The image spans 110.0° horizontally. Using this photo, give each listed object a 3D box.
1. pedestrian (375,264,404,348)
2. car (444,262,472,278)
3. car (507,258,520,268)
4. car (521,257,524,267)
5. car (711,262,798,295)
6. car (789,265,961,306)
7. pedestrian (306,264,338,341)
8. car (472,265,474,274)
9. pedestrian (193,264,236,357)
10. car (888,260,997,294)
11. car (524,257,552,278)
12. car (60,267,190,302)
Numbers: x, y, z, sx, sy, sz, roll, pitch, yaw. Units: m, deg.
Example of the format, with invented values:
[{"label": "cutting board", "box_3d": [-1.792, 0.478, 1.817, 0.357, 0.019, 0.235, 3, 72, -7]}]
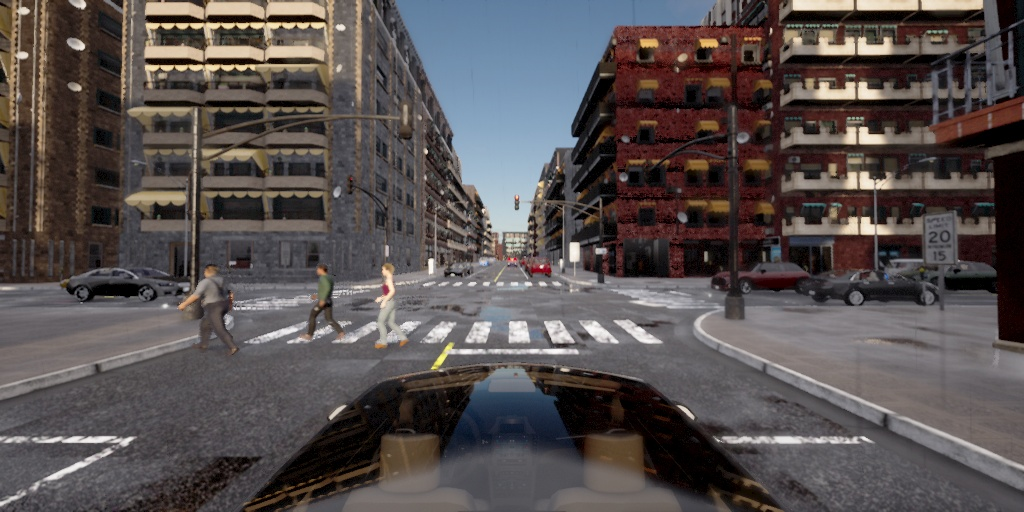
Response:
[{"label": "pedestrian", "box_3d": [-2.651, 1.045, 7.743, 0.375, 1.860, 0.375, 1, -1, 0]}, {"label": "car", "box_3d": [-5.289, 1.315, 34.074, 1.948, 1.339, 4.313, 0, 0, 0]}, {"label": "car", "box_3d": [0.050, 1.399, 63.729, 1.895, 1.301, 4.718, 0, 0, 0]}, {"label": "car", "box_3d": [2.601, 1.068, 45.236, 2.192, 1.841, 5.009, 0, 0, 0]}, {"label": "car", "box_3d": [13.229, 1.094, 19.222, 4.553, 1.767, 2.097, 0, -1, -1]}, {"label": "car", "box_3d": [13.754, 1.180, 13.811, 4.403, 1.370, 2.007, 0, 0, 0]}, {"label": "pedestrian", "box_3d": [-4.406, 1.038, 8.345, 0.375, 1.860, 0.375, 1, -1, 0]}, {"label": "car", "box_3d": [-5.285, 1.316, 39.635, 1.948, 1.339, 4.313, 0, 0, 0]}, {"label": "pedestrian", "box_3d": [-5.927, 1.044, 7.144, 0.375, 1.860, 0.375, 1, -1, 0]}, {"label": "car", "box_3d": [23.080, 1.073, 19.212, 4.553, 1.767, 2.097, 0, -1, 0]}, {"label": "car", "box_3d": [2.592, 1.064, 34.113, 2.192, 1.841, 5.009, 0, 0, 0]}, {"label": "car", "box_3d": [-17.250, 1.262, 16.408, 4.902, 1.511, 2.128, 0, -1, 2]}]
